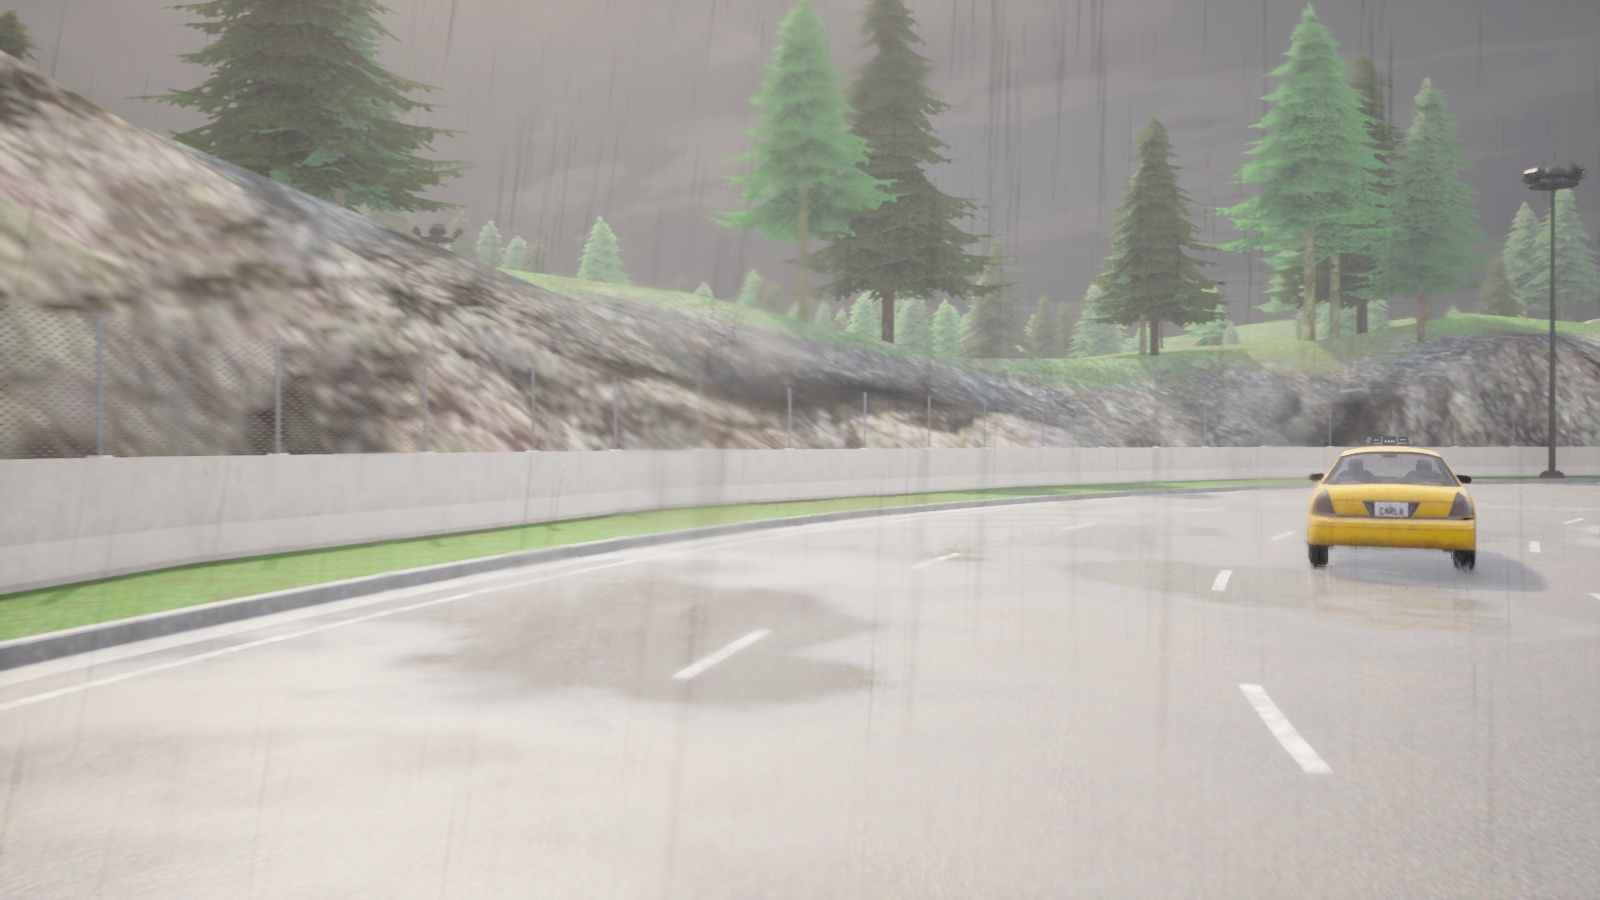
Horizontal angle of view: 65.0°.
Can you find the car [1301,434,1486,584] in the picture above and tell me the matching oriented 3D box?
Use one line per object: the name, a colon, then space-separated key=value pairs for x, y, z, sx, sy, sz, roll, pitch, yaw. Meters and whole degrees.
car: x=7.523 y=0.608 z=16.039 sx=1.801 sy=1.575 sz=5.366 roll=0 pitch=0 yaw=25
